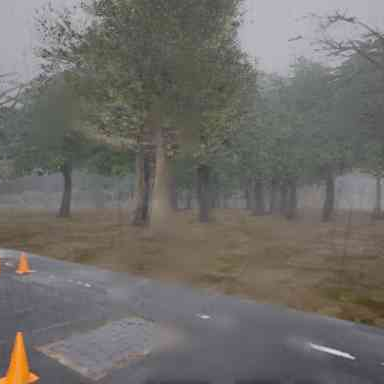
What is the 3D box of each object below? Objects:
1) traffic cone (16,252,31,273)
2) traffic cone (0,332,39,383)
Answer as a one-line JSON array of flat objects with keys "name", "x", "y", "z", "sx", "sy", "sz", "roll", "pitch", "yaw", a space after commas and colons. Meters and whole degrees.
[{"name": "traffic cone", "x": -5.112, "y": 2.127, "z": 10.113, "sx": 0.340, "sy": 0.580, "sz": 0.340, "roll": 0, "pitch": -1, "yaw": 37}, {"name": "traffic cone", "x": -2.135, "y": 2.030, "z": 4.104, "sx": 0.340, "sy": 0.580, "sz": 0.340, "roll": 0, "pitch": -2, "yaw": 37}]
